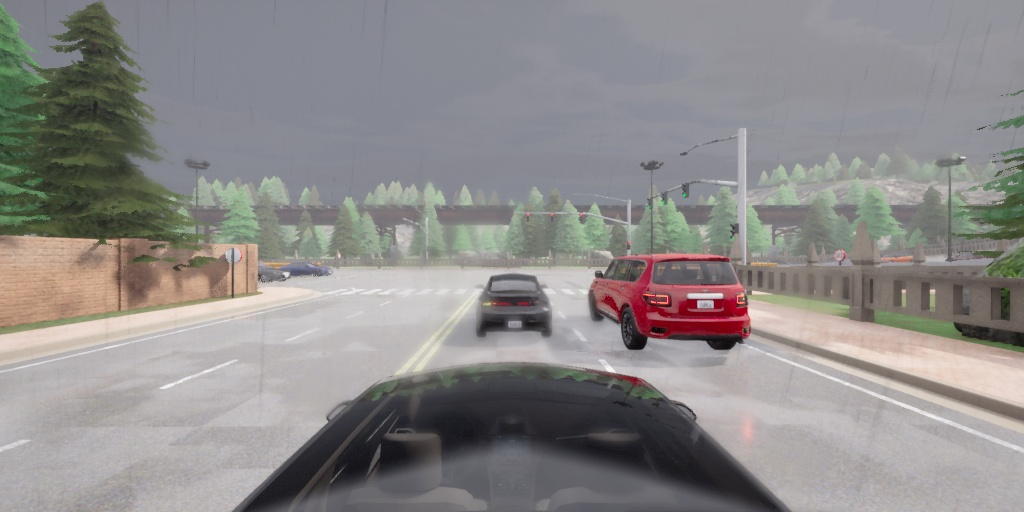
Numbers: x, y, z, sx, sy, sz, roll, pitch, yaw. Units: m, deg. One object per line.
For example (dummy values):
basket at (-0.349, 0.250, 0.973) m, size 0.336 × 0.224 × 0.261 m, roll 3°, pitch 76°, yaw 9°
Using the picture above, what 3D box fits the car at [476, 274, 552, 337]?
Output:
car at (0.019, 1.255, 10.296) m, size 1.837 × 1.490 × 4.892 m, roll 0°, pitch 0°, yaw -1°

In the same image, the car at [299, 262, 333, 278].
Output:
car at (-19.434, 1.275, 33.778) m, size 4.674 × 1.442 × 1.812 m, roll 0°, pitch 0°, yaw 0°

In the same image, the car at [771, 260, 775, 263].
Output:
car at (29.228, 1.241, 44.585) m, size 4.902 × 1.511 × 2.128 m, roll 0°, pitch 0°, yaw 0°

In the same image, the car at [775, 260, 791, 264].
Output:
car at (34.741, 1.238, 48.111) m, size 4.892 × 1.490 × 1.837 m, roll -1°, pitch 0°, yaw 0°

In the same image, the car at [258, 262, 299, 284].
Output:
car at (-19.142, 1.243, 26.680) m, size 4.902 × 1.511 × 2.128 m, roll 0°, pitch 0°, yaw 2°

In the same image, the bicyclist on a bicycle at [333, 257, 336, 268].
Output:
bicyclist on a bicycle at (-27.422, 1.050, 55.746) m, size 0.582 × 1.620 × 1.656 m, roll 0°, pitch 0°, yaw 0°

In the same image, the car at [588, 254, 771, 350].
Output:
car at (3.516, 0.971, 9.196) m, size 2.150 × 2.045 × 5.566 m, roll 0°, pitch 0°, yaw 0°

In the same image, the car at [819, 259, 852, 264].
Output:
car at (36.708, 1.258, 41.127) m, size 5.357 × 1.411 × 2.033 m, roll -1°, pitch 0°, yaw 0°
